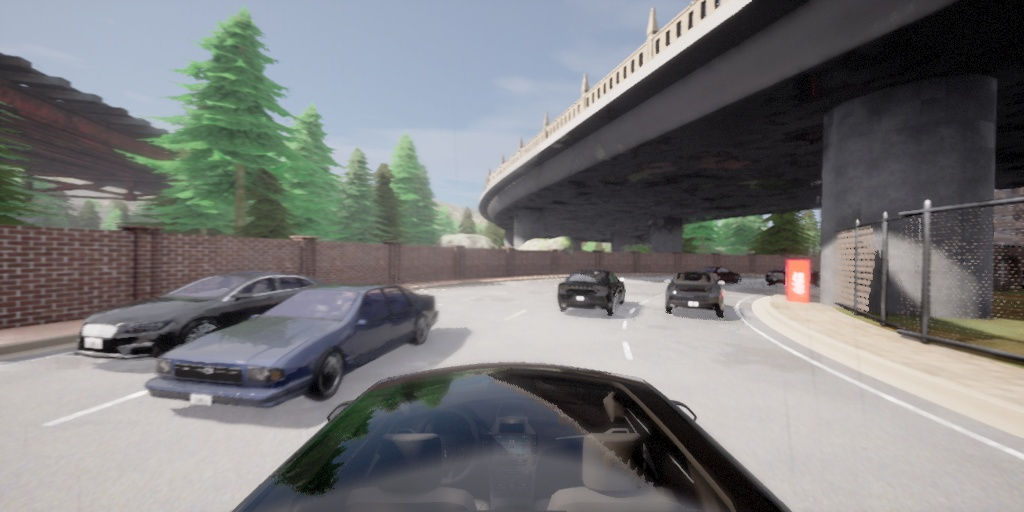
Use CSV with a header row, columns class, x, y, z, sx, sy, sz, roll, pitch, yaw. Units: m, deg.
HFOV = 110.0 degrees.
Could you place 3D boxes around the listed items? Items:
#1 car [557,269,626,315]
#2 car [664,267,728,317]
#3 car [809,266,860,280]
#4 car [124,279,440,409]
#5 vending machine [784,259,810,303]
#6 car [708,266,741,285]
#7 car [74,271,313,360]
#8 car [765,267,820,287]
class,x,y,z,sx,sy,sz,roll,pitch,yaw
car,3.234,1.247,13.996,1.882,1.535,5.008,1,0,24
car,7.066,1.339,13.933,1.837,1.490,4.892,0,0,27
car,34.850,1.833,38.732,4.718,1.301,1.895,1,0,-16
car,-3.049,1.232,6.661,2.033,1.411,5.357,1,0,10
vending machine,12.775,1.120,16.028,1.100,2.100,0.880,0,0,39
car,15.910,1.507,27.866,4.181,1.385,1.994,1,0,-32
car,-6.108,1.120,8.077,2.128,1.511,4.902,1,0,12
car,21.069,1.525,26.671,4.902,1.511,2.128,1,0,-24
